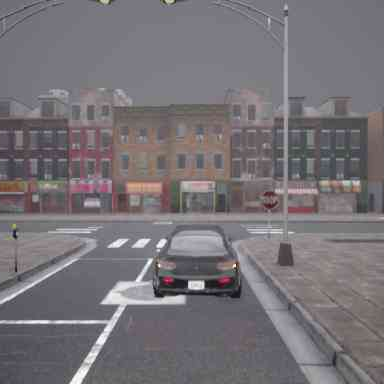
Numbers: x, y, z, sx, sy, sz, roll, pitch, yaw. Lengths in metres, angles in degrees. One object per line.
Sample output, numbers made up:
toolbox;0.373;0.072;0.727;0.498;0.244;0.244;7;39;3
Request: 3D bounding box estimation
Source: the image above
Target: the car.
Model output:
car;0.156;1.524;8.344;1.812;1.442;4.674;0;0;2
